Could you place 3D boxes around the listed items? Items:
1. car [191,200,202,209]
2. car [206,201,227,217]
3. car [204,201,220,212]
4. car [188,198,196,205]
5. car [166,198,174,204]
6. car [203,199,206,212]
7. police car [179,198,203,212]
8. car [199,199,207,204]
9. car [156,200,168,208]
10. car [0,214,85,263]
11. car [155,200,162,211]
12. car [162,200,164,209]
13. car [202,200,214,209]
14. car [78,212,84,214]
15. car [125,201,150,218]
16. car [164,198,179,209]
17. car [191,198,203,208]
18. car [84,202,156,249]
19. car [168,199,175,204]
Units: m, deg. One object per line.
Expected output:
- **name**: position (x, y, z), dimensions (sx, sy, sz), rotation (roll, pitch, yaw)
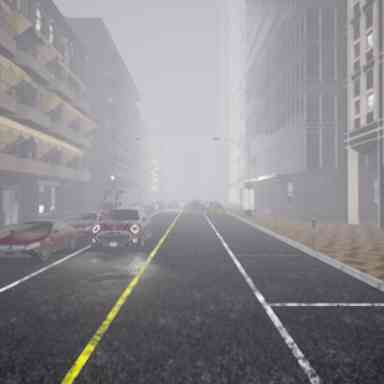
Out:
- **car**: position (0.790, 2.076, 55.911), dimensions (1.837, 1.490, 4.892), rotation (0, -1, 1)
- **car**: position (2.695, 1.882, 35.255), dimensions (1.752, 1.417, 4.829), rotation (0, -1, 0)
- **car**: position (2.697, 2.021, 46.382), dimensions (2.008, 1.369, 4.403), rotation (0, -1, 0)
- **car**: position (0.014, 2.300, 81.570), dimensions (1.812, 1.442, 4.674), rotation (0, -1, 0)
- **car**: position (-5.676, 2.334, 85.921), dimensions (1.967, 1.590, 4.097), rotation (0, -1, 0)
- **car**: position (2.697, 1.853, 40.734), dimensions (1.967, 1.590, 4.097), rotation (0, -1, 0)
- **police car**: position (0.255, 1.891, 45.881), dimensions (1.930, 1.638, 5.238), rotation (0, -1, -18)
- **car**: position (2.704, 2.439, 85.919), dimensions (1.887, 1.381, 4.507), rotation (0, -1, 0)
- **car**: position (-5.680, 2.173, 63.158), dimensions (1.752, 1.417, 4.829), rotation (0, -1, 0)
- **car**: position (-5.689, 1.706, 12.493), dimensions (1.802, 1.307, 4.206), rotation (0, -1, 0)
- **car**: position (-5.683, 2.021, 46.382), dimensions (2.008, 1.369, 4.403), rotation (0, -1, 0)
- **car**: position (-5.682, 2.155, 57.679), dimensions (1.947, 1.339, 4.313), rotation (0, -1, 0)
- **car**: position (2.700, 2.155, 57.678), dimensions (1.947, 1.339, 4.313), rotation (0, -1, 0)
- **car**: position (-5.688, 1.764, 18.141), dimensions (1.802, 1.307, 4.206), rotation (0, -1, 0)
- **car**: position (-5.685, 1.795, 35.088), dimensions (1.967, 1.590, 4.097), rotation (0, -1, 0)
- **car**: position (-3.052, 2.074, 57.103), dimensions (2.128, 1.511, 4.902), rotation (0, -1, 0)
- **car**: position (0.910, 1.985, 61.863), dimensions (2.097, 1.767, 4.553), rotation (0, -1, 0)
- **car**: position (-3.098, 1.506, 15.372), dimensions (2.097, 1.767, 4.553), rotation (0, -1, 0)
- **car**: position (-5.675, 2.538, 91.568), dimensions (1.802, 1.307, 4.206), rotation (0, -1, 0)
